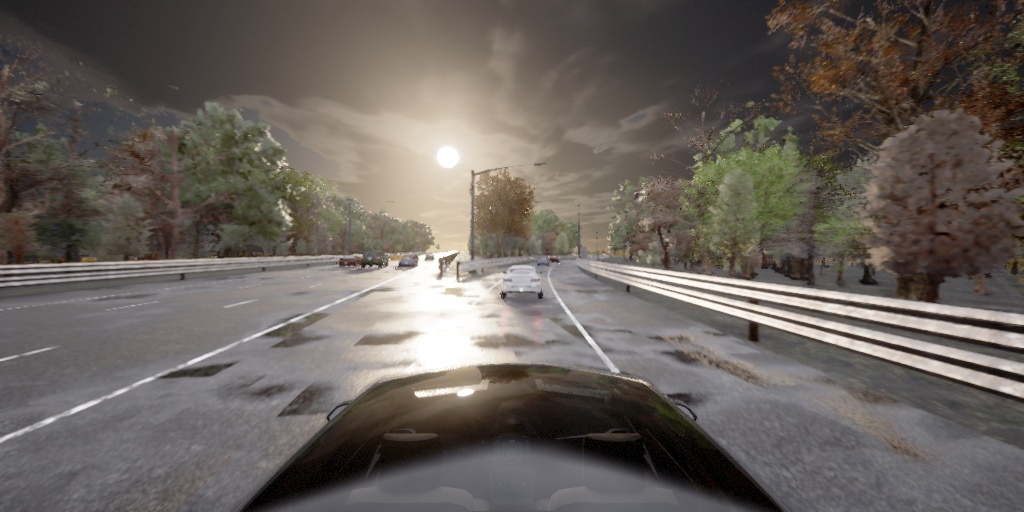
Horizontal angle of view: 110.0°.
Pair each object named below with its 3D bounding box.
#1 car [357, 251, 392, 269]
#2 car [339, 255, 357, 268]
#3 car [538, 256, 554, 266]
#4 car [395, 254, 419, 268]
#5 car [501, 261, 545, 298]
[{"bbox_3d":[-16.039,0.416,42.109,2.150,2.045,5.566,0,0,-8],"label":"car"},{"bbox_3d":[-19.948,0.633,44.740,1.882,1.535,5.008,0,0,-8],"label":"car"},{"bbox_3d":[5.147,0.897,57.578,2.033,1.411,5.357,0,0,11],"label":"car"},{"bbox_3d":[-12.869,0.735,44.671,1.994,1.385,4.181,0,1,-8],"label":"car"},{"bbox_3d":[0.516,1.154,17.345,1.812,1.442,4.674,0,0,3],"label":"car"}]
